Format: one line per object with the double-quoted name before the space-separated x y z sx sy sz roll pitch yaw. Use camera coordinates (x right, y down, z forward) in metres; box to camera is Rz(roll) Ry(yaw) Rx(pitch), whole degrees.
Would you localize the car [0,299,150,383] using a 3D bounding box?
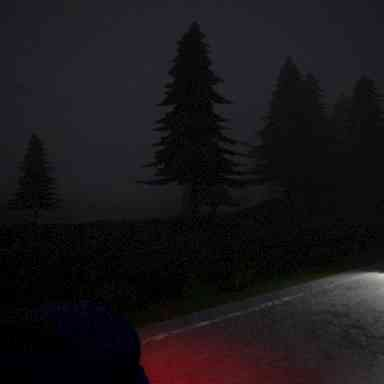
"car" -2.655 1.487 1.729 5.008 1.535 1.882 0 0 -35
